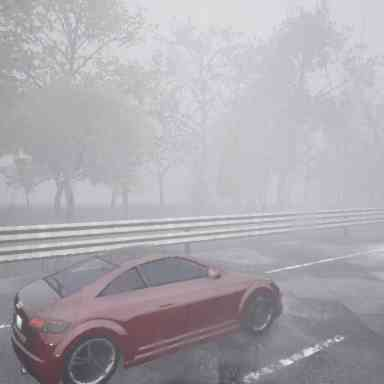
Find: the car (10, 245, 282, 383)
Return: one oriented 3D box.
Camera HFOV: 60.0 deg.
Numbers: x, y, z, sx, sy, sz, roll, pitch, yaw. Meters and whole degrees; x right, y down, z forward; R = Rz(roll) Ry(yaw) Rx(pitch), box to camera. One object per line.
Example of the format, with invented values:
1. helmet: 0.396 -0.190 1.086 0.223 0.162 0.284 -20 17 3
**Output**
1. car: -0.511 1.564 5.291 4.181 1.385 1.994 0 0 -35
